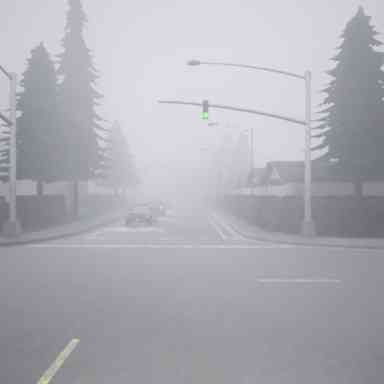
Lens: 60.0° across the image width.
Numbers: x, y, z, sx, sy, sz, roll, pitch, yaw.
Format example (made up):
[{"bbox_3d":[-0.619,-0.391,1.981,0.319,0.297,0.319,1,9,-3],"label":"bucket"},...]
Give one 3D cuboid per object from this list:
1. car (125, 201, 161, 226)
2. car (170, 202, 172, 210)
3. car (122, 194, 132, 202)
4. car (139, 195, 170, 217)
[{"bbox_3d":[-3.706,1.647,24.842,1.812,1.442,4.674,0,0,1],"label":"car"},{"bbox_3d":[-3.759,1.776,43.838,1.994,1.385,4.181,0,0,0],"label":"car"},{"bbox_3d":[-17.149,1.468,80.283,3.866,1.878,1.905,0,0,-1],"label":"car"},{"bbox_3d":[-3.746,1.516,33.812,2.097,1.767,4.553,0,0,0],"label":"car"}]
